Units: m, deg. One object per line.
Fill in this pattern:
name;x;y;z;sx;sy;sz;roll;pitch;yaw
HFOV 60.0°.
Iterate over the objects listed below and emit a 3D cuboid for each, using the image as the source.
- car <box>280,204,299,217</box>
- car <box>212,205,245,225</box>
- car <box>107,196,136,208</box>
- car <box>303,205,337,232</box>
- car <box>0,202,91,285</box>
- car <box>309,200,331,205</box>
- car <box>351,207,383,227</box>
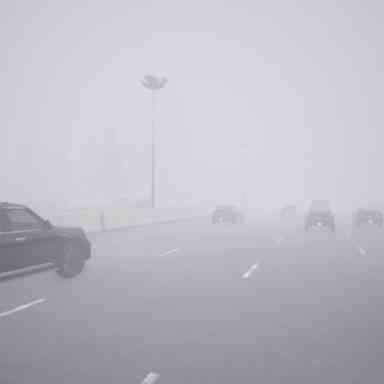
car;11.930;2.187;40.701;1.837;1.490;4.892;0;-1;21
car;3.100;1.836;27.571;1.837;1.490;4.892;0;-1;21
car;-10.644;1.511;50.524;2.097;1.767;4.553;0;-1;21
car;8.905;1.838;23.173;1.837;1.490;4.892;0;-2;21
car;-4.688;1.211;7.421;2.150;2.045;5.566;0;-1;21
car;14.775;1.902;38.355;2.150;2.045;5.566;0;-1;21
car;14.081;1.975;26.856;1.837;1.490;4.892;0;-1;21
